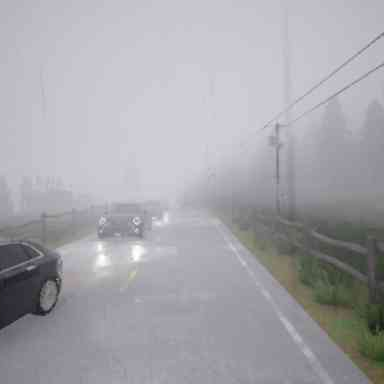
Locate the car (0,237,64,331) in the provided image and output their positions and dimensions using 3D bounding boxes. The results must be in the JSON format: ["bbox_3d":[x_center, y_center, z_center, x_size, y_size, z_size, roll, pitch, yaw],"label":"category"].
[{"bbox_3d":[-3.691,1.507,4.837,1.837,1.490,4.892,0,0,7],"label":"car"}]

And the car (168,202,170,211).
[{"bbox_3d":[-3.566,1.473,38.287,1.895,1.301,4.718,0,0,-2],"label":"car"}]

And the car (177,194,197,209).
[{"bbox_3d":[-0.502,1.191,43.456,2.097,1.767,4.553,0,0,-4],"label":"car"}]

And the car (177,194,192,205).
[{"bbox_3d":[-1.226,1.155,53.510,2.097,1.767,4.553,0,0,-6],"label":"car"}]

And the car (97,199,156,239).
[{"bbox_3d":[-3.297,1.304,17.037,2.097,1.767,4.553,0,0,0],"label":"car"}]

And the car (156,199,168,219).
[{"bbox_3d":[-3.348,1.415,28.102,1.837,1.490,4.892,0,0,-1],"label":"car"}]
